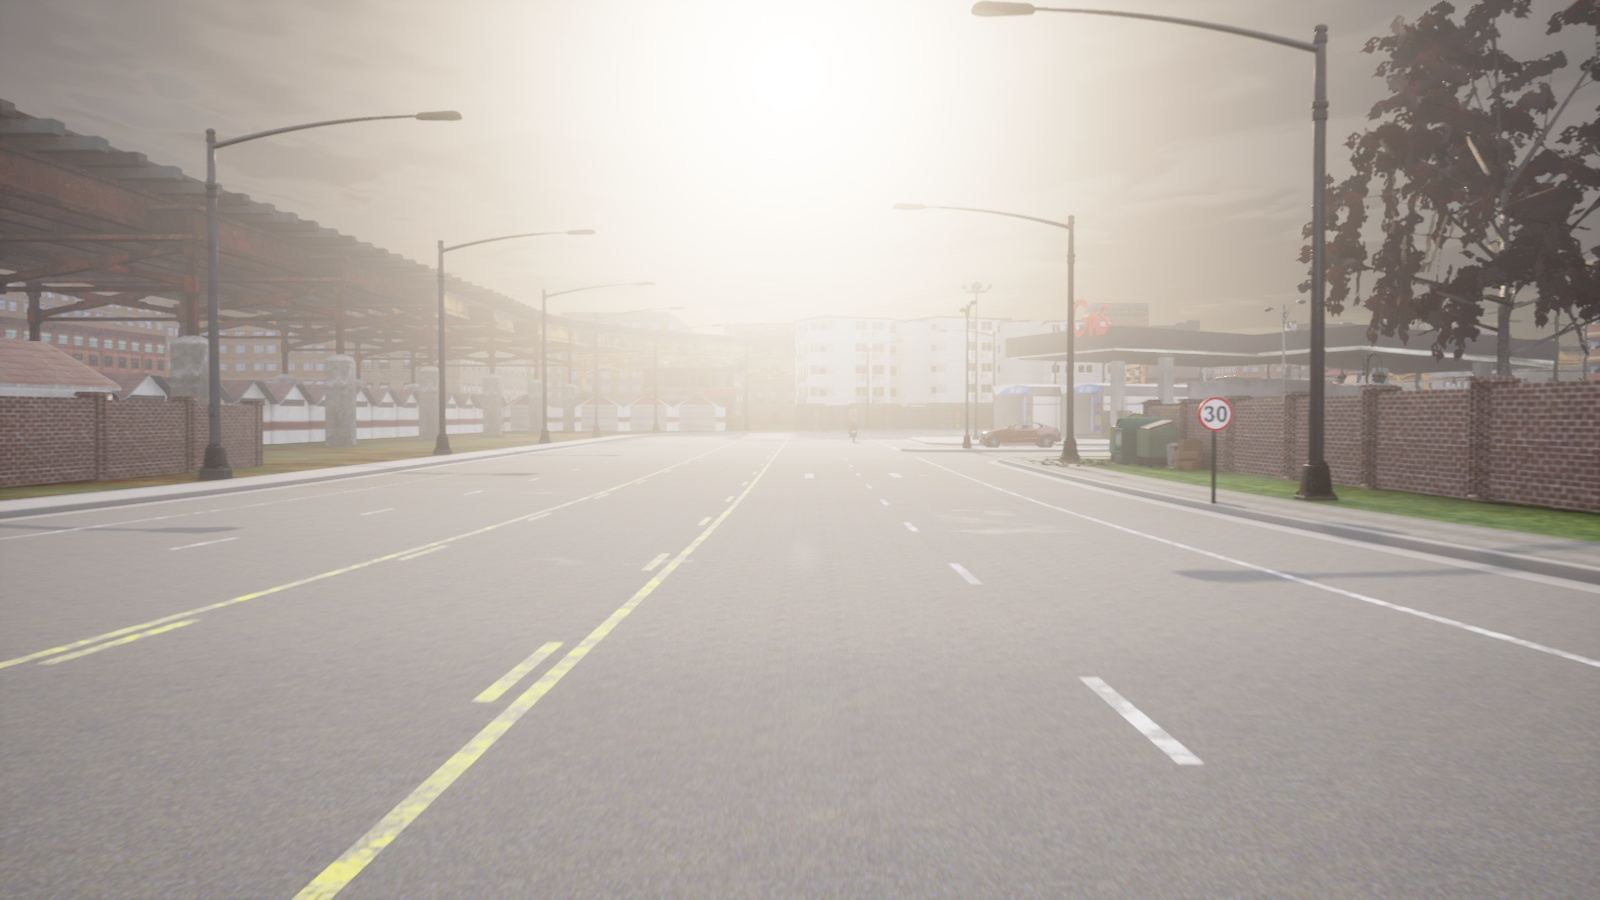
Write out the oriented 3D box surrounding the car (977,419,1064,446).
[{"bbox_3d":[13.674,-1.101,78.004,5.027,1.651,2.152,0,2,0],"label":"car"}]
